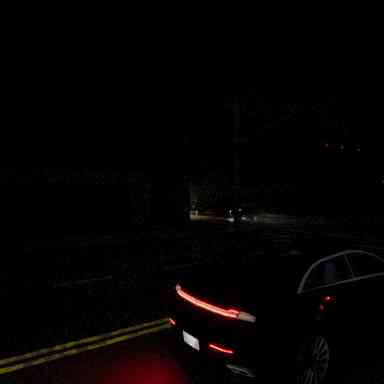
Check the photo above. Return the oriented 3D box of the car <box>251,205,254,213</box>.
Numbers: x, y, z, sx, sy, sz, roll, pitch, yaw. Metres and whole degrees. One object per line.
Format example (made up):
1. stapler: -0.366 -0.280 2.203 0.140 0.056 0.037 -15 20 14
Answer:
1. car: 4.264 1.478 34.820 1.882 1.535 5.008 0 0 -37

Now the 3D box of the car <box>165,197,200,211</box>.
1. car: -1.274 1.491 42.241 2.128 1.511 4.902 0 0 -37

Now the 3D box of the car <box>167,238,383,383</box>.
1. car: 1.964 1.492 5.231 4.902 1.511 2.128 0 0 -35

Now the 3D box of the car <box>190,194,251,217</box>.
1. car: 2.546 1.221 31.277 2.150 2.045 5.566 0 0 -36
